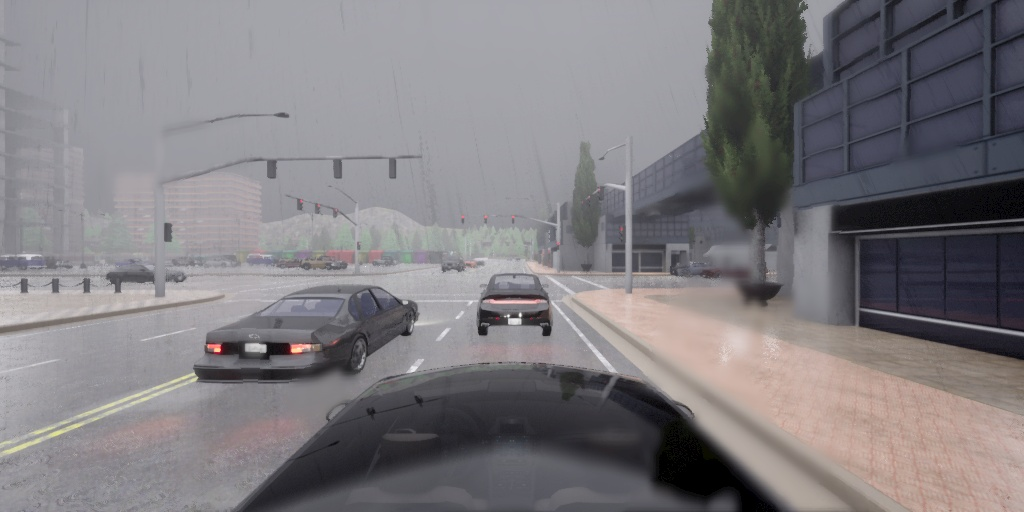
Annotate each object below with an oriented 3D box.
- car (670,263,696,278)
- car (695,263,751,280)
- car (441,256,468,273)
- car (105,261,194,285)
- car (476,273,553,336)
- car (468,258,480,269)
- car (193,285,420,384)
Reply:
[{"bbox_3d":[17.132,1.314,33.584,4.181,1.385,1.994,0,0,0],"label":"car"},{"bbox_3d":[18.440,1.351,30.079,4.718,1.301,1.895,0,0,0],"label":"car"},{"bbox_3d":[-7.249,0.972,44.632,2.150,2.045,5.566,0,0,1],"label":"car"},{"bbox_3d":[-26.071,1.276,25.626,4.674,1.442,1.812,0,0,0],"label":"car"},{"bbox_3d":[0.068,1.241,10.382,2.128,1.511,4.902,0,0,0],"label":"car"},{"bbox_3d":[-6.907,1.104,57.692,2.097,1.767,4.553,0,0,1],"label":"car"},{"bbox_3d":[-3.437,1.297,7.352,2.033,1.411,5.357,0,0,0],"label":"car"}]
